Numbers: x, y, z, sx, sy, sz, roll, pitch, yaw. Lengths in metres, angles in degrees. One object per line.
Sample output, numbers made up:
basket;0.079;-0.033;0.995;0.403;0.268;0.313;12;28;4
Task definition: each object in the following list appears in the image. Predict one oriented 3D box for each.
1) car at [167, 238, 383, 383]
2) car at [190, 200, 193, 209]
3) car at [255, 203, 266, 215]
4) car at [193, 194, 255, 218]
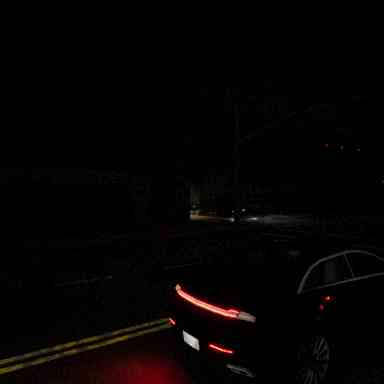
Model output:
car;1.964;1.492;5.231;4.902;1.511;2.128;0;0;-35
car;-1.218;1.492;42.165;2.128;1.511;4.902;0;0;-37
car;5.212;1.477;33.550;1.882;1.535;5.008;0;0;-37
car;2.818;1.223;30.912;2.150;2.045;5.566;0;0;-37
